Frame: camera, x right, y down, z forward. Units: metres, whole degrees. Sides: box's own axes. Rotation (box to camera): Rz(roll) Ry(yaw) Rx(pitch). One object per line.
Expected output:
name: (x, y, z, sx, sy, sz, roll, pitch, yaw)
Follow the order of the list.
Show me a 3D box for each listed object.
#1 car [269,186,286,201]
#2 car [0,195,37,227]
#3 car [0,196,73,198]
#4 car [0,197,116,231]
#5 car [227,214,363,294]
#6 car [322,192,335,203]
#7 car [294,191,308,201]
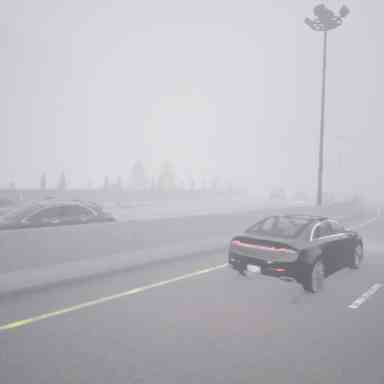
car: (13.121, 0.180, 50.959, 2.150, 2.045, 5.566, 2, 2, 20)
car: (-9.839, 0.871, 15.598, 1.994, 1.385, 4.181, 3, 2, 42)
car: (-6.140, 0.925, 14.493, 2.128, 1.511, 4.902, 3, 2, 41)
car: (-4.773, 1.075, 10.764, 1.837, 1.490, 4.892, 3, 2, 42)
car: (2.866, 1.324, 8.487, 2.128, 1.511, 4.902, 3, 2, 42)
car: (18.142, 0.748, 44.728, 2.128, 1.511, 4.902, 2, 2, 22)
car: (17.000, 0.536, 51.560, 2.128, 1.511, 4.902, 2, 2, 19)
